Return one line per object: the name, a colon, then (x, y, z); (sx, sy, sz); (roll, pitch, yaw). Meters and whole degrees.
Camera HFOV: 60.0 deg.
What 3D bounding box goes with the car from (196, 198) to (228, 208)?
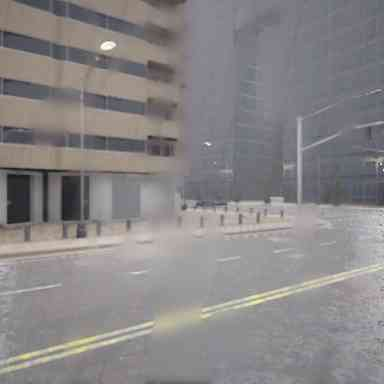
car: (2.777, 1.501, 46.921); (2.033, 1.411, 5.357); (0, 0, -35)
